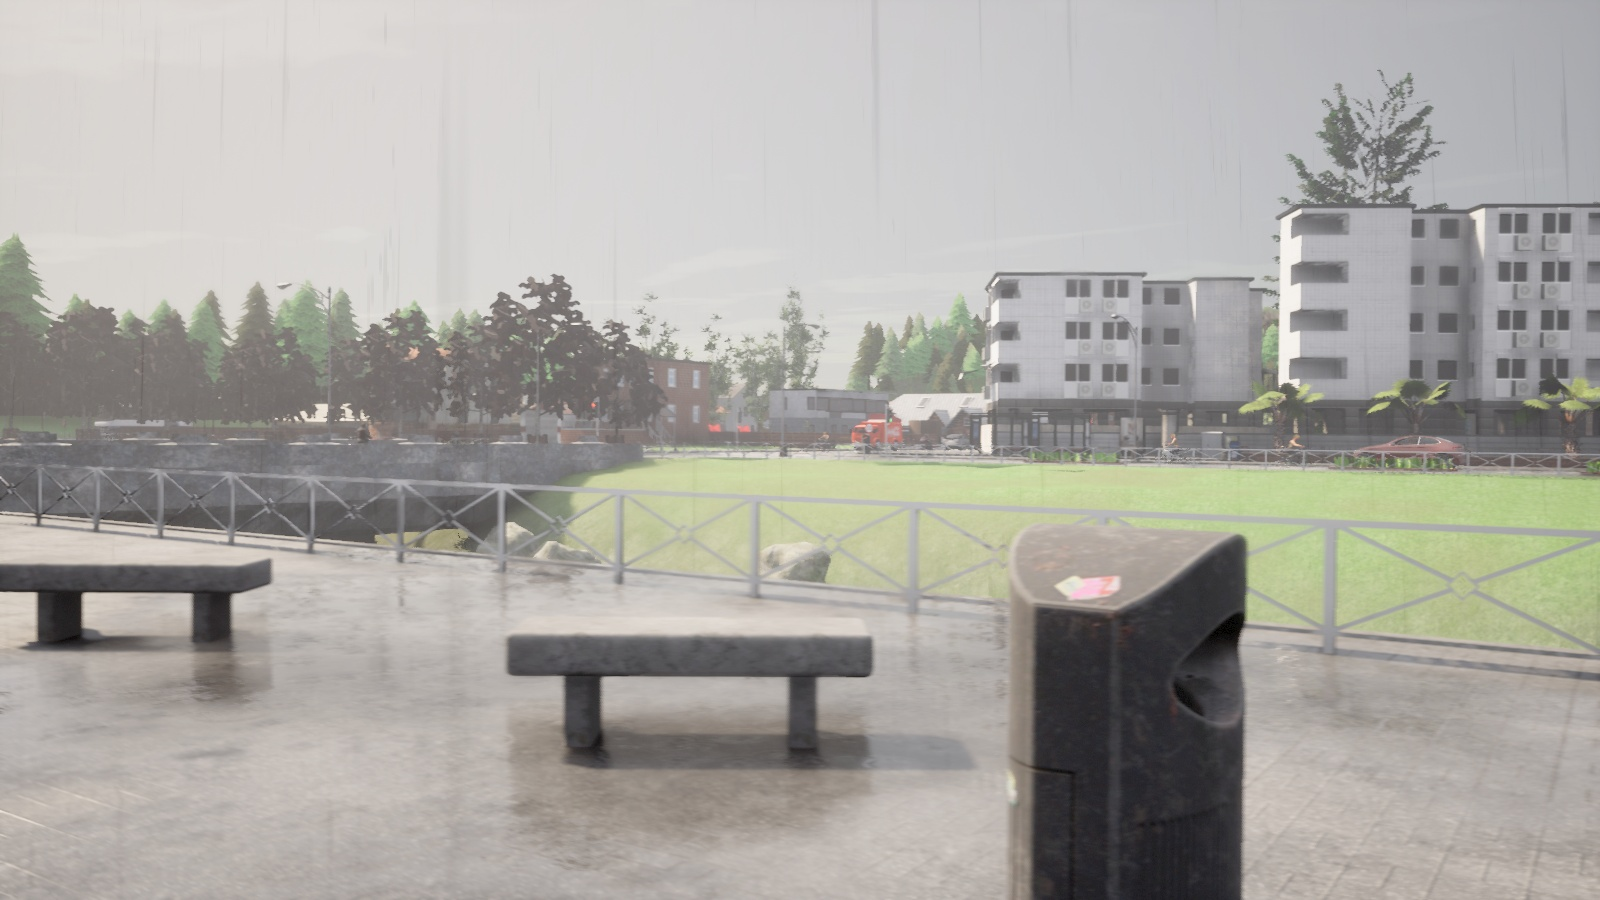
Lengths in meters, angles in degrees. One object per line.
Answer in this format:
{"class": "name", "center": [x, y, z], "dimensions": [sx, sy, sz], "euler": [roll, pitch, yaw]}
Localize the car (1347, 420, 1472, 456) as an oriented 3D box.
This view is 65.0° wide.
{"class": "car", "center": [28.716, -0.558, 59.224], "dimensions": [5.027, 1.651, 2.152], "euler": [0, 1, 34]}
